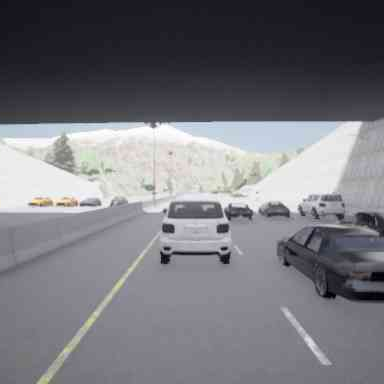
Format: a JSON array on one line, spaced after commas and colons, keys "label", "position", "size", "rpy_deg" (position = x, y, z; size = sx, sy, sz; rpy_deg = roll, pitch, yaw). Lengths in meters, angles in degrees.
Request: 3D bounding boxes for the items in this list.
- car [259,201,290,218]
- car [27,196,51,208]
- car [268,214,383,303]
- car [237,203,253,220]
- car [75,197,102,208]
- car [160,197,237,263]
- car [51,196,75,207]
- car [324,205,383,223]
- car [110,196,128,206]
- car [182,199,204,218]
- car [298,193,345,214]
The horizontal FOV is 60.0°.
[{"label": "car", "position": [7.121, 1.470, 29.104], "size": [1.994, 1.385, 4.181], "rpy_deg": [0, 0, 0]}, {"label": "car", "position": [-21.031, 1.325, 46.384], "size": [1.882, 1.535, 5.008], "rpy_deg": [0, 0, 0]}, {"label": "car", "position": [3.601, 1.521, 8.339], "size": [2.033, 1.411, 5.357], "rpy_deg": [0, 0, 0]}, {"label": "car", "position": [3.618, 1.514, 26.867], "size": [1.895, 1.301, 4.718], "rpy_deg": [0, 0, 0]}, {"label": "car", "position": [-14.037, 1.395, 46.450], "size": [2.033, 1.411, 5.357], "rpy_deg": [0, 0, 0]}, {"label": "car", "position": [0.102, 1.183, 11.902], "size": [2.150, 2.045, 5.566], "rpy_deg": [0, 0, 0]}, {"label": "car", "position": [-17.533, 1.324, 46.809], "size": [1.882, 1.535, 5.008], "rpy_deg": [0, 0, 0]}, {"label": "car", "position": [7.103, 1.464, 12.866], "size": [1.837, 1.490, 4.892], "rpy_deg": [0, 0, 0]}, {"label": "car", "position": [-10.531, 1.332, 48.341], "size": [2.128, 1.511, 4.902], "rpy_deg": [0, 0, 0]}, {"label": "car", "position": [0.108, 1.430, 29.454], "size": [1.812, 1.442, 4.674], "rpy_deg": [0, 0, 0]}, {"label": "car", "position": [10.620, 1.133, 27.537], "size": [2.150, 2.045, 5.566], "rpy_deg": [0, 0, 0]}]
